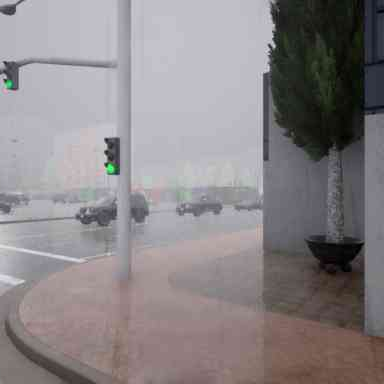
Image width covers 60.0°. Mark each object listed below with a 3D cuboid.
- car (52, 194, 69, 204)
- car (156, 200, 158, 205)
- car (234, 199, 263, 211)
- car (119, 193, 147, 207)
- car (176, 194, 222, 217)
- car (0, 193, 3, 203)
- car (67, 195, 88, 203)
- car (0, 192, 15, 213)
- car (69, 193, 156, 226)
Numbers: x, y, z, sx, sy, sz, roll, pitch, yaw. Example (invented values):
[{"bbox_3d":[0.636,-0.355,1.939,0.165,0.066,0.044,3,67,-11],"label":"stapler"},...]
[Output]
[{"bbox_3d":[-23.097,1.153,59.848,4.605,1.855,1.932,0,0,35],"label":"car"},{"bbox_3d":[-7.119,1.395,52.067,3.806,1.475,1.970,0,0,35],"label":"car"},{"bbox_3d":[7.204,1.547,40.640,2.033,1.411,5.357,0,0,37],"label":"car"},{"bbox_3d":[-8.805,1.156,49.713,3.866,1.878,1.905,0,0,35],"label":"car"},{"bbox_3d":[0.797,1.221,32.131,2.150,2.045,5.566,0,0,37],"label":"car"},{"bbox_3d":[-38.588,1.153,64.051,4.605,1.855,1.932,0,0,35],"label":"car"},{"bbox_3d":[-21.366,1.364,62.171,3.905,1.438,1.784,0,0,35],"label":"car"},{"bbox_3d":[-20.145,1.156,33.698,3.866,1.878,1.905,0,0,35],"label":"car"},{"bbox_3d":[-5.479,1.221,23.733,2.150,2.045,5.566,0,0,36],"label":"car"}]
